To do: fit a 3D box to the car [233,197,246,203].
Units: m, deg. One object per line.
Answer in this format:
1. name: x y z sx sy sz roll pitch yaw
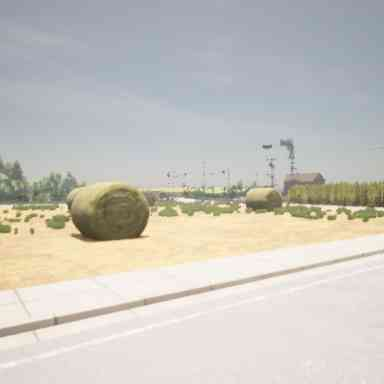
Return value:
1. car: 9.503 1.633 62.724 1.812 1.442 4.674 0 0 -33
